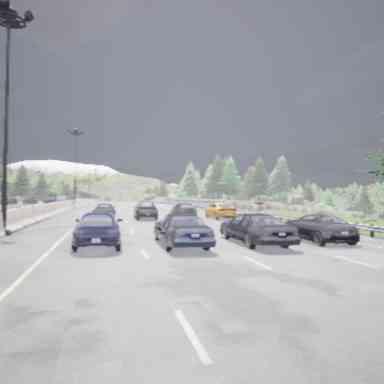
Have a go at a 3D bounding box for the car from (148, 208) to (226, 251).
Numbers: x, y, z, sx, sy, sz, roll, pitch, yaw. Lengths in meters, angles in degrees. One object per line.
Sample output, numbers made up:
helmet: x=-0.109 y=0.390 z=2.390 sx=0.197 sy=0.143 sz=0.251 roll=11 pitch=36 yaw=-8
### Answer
car: x=-0.481 y=1.646 z=14.583 sx=2.033 sy=1.411 sz=5.357 roll=1 pitch=0 yaw=-14

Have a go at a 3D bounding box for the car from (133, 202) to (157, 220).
car: x=-4.111 y=1.644 z=29.423 sx=2.128 sy=1.511 sz=4.902 roll=1 pitch=0 yaw=-14

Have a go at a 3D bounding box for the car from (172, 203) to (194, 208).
car: x=-0.731 y=1.732 z=30.336 sx=1.812 sy=1.442 sz=4.674 roll=1 pitch=0 yaw=-14

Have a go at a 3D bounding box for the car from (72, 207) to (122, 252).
car: x=-3.966 y=1.571 z=14.113 sx=1.812 sy=1.442 sz=4.674 roll=1 pitch=0 yaw=-14

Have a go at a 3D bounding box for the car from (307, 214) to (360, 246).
car: x=6.245 y=1.773 z=16.544 sx=1.994 sy=1.385 sz=4.181 roll=1 pitch=0 yaw=-14

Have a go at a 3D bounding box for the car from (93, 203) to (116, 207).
car: x=-7.523 y=1.662 z=28.650 sx=1.994 sy=1.385 sz=4.181 roll=1 pitch=0 yaw=-14

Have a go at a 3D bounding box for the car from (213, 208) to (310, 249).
car: x=2.916 y=1.700 z=15.423 sx=2.033 sy=1.411 sz=5.357 roll=1 pitch=0 yaw=-14

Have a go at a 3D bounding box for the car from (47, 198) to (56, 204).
car: x=-26.677 y=1.608 z=62.750 sx=1.882 sy=1.535 sz=5.008 roll=1 pitch=-1 yaw=-13

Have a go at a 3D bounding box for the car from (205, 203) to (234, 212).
car: x=2.644 y=1.739 z=31.274 sx=1.882 sy=1.535 sz=5.008 roll=1 pitch=0 yaw=-14
